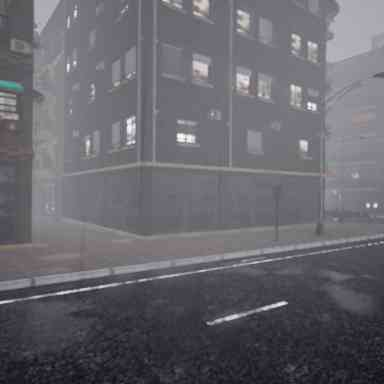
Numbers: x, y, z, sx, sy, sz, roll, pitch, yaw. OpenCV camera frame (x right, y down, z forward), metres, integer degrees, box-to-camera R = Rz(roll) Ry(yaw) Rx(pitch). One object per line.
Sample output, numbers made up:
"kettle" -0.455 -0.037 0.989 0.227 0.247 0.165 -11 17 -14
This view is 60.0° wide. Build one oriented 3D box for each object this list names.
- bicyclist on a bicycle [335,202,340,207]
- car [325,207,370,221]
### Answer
"bicyclist on a bicycle" 19.149 2.081 43.810 1.656 1.620 0.582 0 -1 -36
"car" 15.487 2.232 34.062 1.895 1.301 4.718 1 -1 -39
